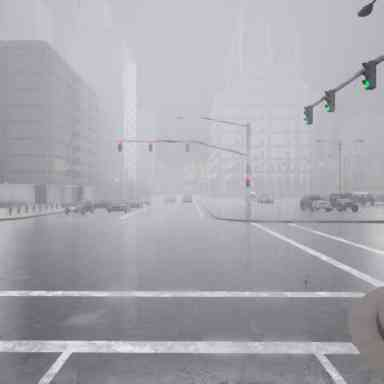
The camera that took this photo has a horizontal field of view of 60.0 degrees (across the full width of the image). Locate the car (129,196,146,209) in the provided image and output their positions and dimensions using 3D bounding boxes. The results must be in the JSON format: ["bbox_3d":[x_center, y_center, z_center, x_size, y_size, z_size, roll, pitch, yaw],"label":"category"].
[{"bbox_3d":[-8.006,1.352,45.476,2.097,1.767,4.553,0,0,0],"label":"car"}]

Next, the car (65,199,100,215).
[{"bbox_3d":[-11.450,1.491,34.182,2.128,1.511,4.902,0,0,0],"label":"car"}]

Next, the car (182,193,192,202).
[{"bbox_3d":[-1.056,1.181,74.431,2.097,1.767,4.553,0,0,0],"label":"car"}]

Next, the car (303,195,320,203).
[{"bbox_3d":[24.508,1.395,68.301,1.970,1.475,3.806,0,0,0],"label":"car"}]

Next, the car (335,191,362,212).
[{"bbox_3d":[16.085,1.156,35.719,1.905,1.878,3.866,0,0,0],"label":"car"}]

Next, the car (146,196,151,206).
[{"bbox_3d":[-8.047,1.491,56.362,2.128,1.511,4.902,0,0,0],"label":"car"}]

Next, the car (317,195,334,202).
[{"bbox_3d":[27.403,1.364,68.305,1.784,1.438,3.905,0,0,0],"label":"car"}]

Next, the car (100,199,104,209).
[{"bbox_3d":[-11.497,1.601,43.450,1.895,1.301,4.718,0,0,0],"label":"car"}]

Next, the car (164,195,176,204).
[{"bbox_3d":[-4.511,1.564,65.605,1.994,1.385,4.181,0,0,0],"label":"car"}]

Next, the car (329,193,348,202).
[{"bbox_3d":[30.086,1.153,68.360,1.932,1.855,4.605,0,0,0],"label":"car"}]

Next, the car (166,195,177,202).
[{"bbox_3d":[-4.556,1.351,74.443,2.128,1.511,4.902,0,0,0],"label":"car"}]

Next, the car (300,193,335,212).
[{"bbox_3d":[13.191,1.153,35.769,1.932,1.855,4.605,0,0,0],"label":"car"}]

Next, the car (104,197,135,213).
[{"bbox_3d":[-7.963,1.564,36.774,1.994,1.385,4.181,0,0,0],"label":"car"}]

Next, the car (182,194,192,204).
[{"bbox_3d":[-1.011,1.601,65.703,1.895,1.301,4.718,0,0,0],"label":"car"}]

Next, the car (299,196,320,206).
[{"bbox_3d":[18.763,1.395,53.190,1.970,1.475,3.806,0,0,0],"label":"car"}]

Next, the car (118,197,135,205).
[{"bbox_3d":[-11.552,1.547,59.065,2.033,1.411,5.357,0,0,0],"label":"car"}]
